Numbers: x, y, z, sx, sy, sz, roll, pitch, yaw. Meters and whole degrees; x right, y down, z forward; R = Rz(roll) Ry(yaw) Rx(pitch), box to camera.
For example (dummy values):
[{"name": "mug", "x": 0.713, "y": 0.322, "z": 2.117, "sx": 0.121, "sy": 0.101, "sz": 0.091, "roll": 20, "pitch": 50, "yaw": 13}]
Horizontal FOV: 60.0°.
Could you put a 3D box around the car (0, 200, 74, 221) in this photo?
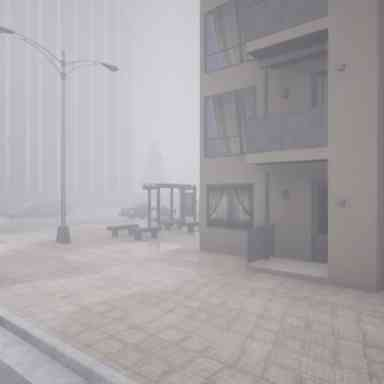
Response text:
[{"name": "car", "x": -13.258, "y": 1.588, "z": 28.372, "sx": 2.033, "sy": 1.411, "sz": 5.357, "roll": 0, "pitch": 0, "yaw": 40}]

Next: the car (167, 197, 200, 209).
[{"name": "car", "x": -1.170, "y": 1.531, "z": 48.203, "sx": 2.128, "sy": 1.511, "sz": 4.902, "roll": 0, "pitch": 0, "yaw": 40}]

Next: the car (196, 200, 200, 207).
[{"name": "car", "x": 2.890, "y": 1.642, "z": 47.565, "sx": 1.895, "sy": 1.301, "sz": 4.718, "roll": 0, "pitch": 0, "yaw": 40}]

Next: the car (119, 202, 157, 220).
[{"name": "car", "x": -3.693, "y": 1.592, "z": 28.688, "sx": 2.033, "sy": 1.411, "sz": 5.357, "roll": 0, "pitch": 0, "yaw": 41}]

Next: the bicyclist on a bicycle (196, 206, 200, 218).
[{"name": "bicyclist on a bicycle", "x": 0.941, "y": 1.348, "z": 26.674, "sx": 1.656, "sy": 1.620, "sz": 0.582, "roll": 0, "pitch": 0, "yaw": 40}]
